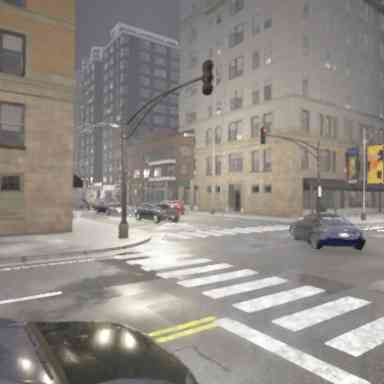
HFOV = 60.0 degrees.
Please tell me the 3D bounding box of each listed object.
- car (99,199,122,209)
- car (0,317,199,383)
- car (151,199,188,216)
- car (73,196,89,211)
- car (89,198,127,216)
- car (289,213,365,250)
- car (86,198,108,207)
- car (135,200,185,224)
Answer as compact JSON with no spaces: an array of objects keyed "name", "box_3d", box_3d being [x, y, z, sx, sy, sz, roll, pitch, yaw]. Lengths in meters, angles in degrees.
[{"name":"car","box_3d":[-11.887,1.672,48.126,1.802,1.307,4.206,1,0,-35]},{"name":"car","box_3d":[-1.876,1.561,2.128,4.181,1.385,1.994,1,0,-36]},{"name":"car","box_3d":[-2.447,1.536,34.764,1.967,1.590,4.097,1,0,-35]},{"name":"car","box_3d":[-14.219,1.543,41.941,1.837,1.490,4.892,1,0,-35]},{"name":"car","box_3d":[-8.209,1.534,33.409,2.128,1.511,4.902,1,0,-35]},{"name":"car","box_3d":[5.847,1.640,14.850,1.994,1.385,4.181,1,0,-1]},{"name":"car","box_3d":[-15.131,1.616,52.719,1.752,1.417,4.829,1,0,-35]},{"name":"car","box_3d":[-2.719,1.556,25.634,1.837,1.490,4.892,1,0,-35]}]
